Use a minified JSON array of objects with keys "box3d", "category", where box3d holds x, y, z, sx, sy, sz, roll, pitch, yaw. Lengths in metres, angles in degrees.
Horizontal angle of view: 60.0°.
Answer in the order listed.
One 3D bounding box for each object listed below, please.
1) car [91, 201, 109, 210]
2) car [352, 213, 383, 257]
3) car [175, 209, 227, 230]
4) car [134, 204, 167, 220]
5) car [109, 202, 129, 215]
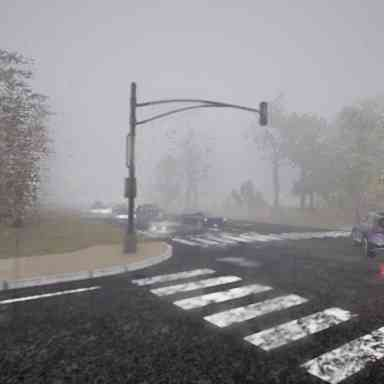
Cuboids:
[{"box3d":[-15.708,2.267,55.672,1.812,1.442,4.674,1,-1,-27],"category":"car"},{"box3d":[7.842,1.643,13.526,2.033,1.649,4.856,1,-1,18],"category":"car"},{"box3d":[0.548,1.927,23.816,1.895,1.301,4.718,1,-1,-28],"category":"car"},{"box3d":[-4.040,1.935,32.730,2.128,1.511,4.902,1,-1,-27],"category":"car"},{"box3d":[-8.576,2.120,41.587,1.994,1.385,4.181,1,-1,-27],"category":"car"}]
